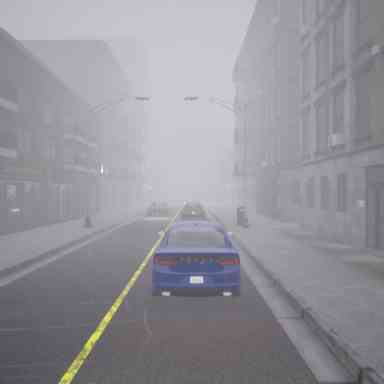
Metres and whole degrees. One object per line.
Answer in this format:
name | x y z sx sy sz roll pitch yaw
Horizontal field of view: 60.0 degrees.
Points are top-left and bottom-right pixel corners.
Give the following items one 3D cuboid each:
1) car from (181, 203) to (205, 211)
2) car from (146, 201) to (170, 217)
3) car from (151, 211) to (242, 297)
car | 0.092 1.560 27.592 1.994 1.385 4.181 0 0 0
car | -3.102 1.558 31.462 1.994 1.385 4.181 0 0 0
car | 0.097 1.477 8.637 1.882 1.535 5.008 0 0 0
